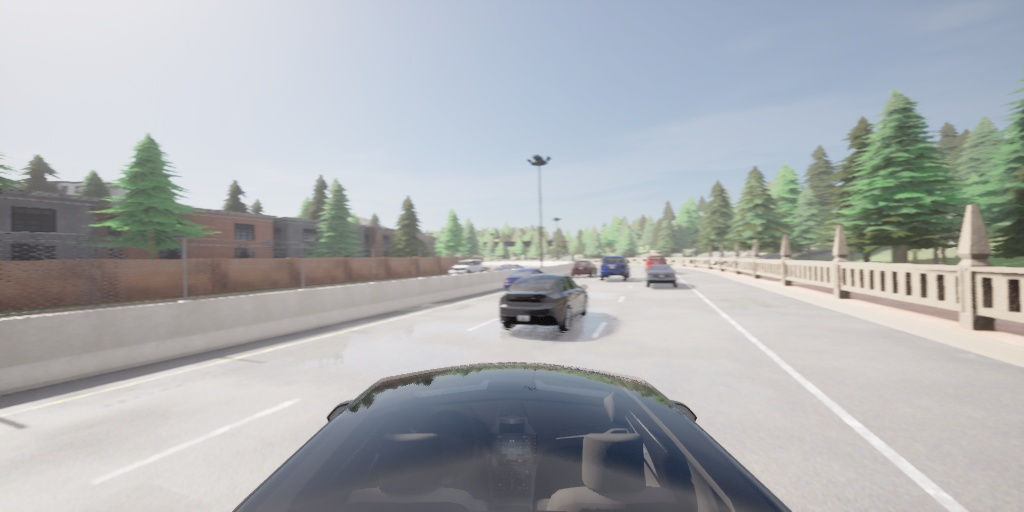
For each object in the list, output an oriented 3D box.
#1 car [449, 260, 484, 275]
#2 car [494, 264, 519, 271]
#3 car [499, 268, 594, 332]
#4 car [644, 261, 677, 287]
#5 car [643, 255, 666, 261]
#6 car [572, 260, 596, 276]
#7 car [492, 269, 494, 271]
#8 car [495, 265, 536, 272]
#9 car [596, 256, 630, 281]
[{"bbox_3d":[-5.360,1.479,43.146,2.150,2.045,5.566,-2,0,21],"label":"car"},{"bbox_3d":[0.142,1.598,37.983,1.812,1.442,4.674,-2,-1,21],"label":"car"},{"bbox_3d":[1.165,1.311,11.240,1.837,1.490,4.892,-2,-1,21],"label":"car"},{"bbox_3d":[9.826,1.245,23.713,2.033,1.411,5.357,-2,-1,21],"label":"car"},{"bbox_3d":[16.051,0.910,40.197,2.150,2.045,5.566,-2,0,19],"label":"car"},{"bbox_3d":[7.486,1.228,36.980,2.097,1.767,4.553,-2,-1,21],"label":"car"},{"bbox_3d":[-0.777,1.711,45.458,2.033,1.411,5.357,-2,-1,20],"label":"car"},{"bbox_3d":[0.986,1.418,20.351,1.812,1.442,4.674,-2,-1,21],"label":"car"},{"bbox_3d":[9.004,1.007,31.210,2.150,2.045,5.566,-2,-1,21],"label":"car"}]
